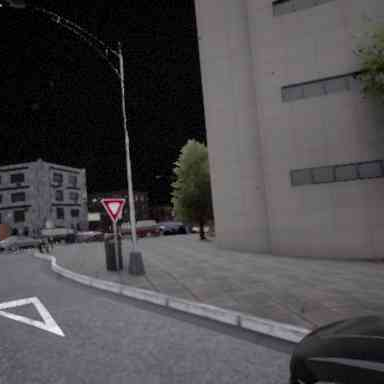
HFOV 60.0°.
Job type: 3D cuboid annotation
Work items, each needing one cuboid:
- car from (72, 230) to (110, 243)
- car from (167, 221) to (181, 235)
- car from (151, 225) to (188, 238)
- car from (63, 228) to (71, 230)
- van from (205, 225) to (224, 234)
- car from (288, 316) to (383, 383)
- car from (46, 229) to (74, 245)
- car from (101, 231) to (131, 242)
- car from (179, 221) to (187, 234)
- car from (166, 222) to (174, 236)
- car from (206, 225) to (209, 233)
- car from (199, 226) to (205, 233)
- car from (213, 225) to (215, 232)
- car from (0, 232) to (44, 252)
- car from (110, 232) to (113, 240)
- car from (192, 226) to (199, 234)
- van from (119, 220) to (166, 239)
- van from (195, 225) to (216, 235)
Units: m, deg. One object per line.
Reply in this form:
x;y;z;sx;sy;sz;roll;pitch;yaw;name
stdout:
-12.594;5.604;41.863;1.812;1.442;4.674;-6;-7;13;car
-4.492;5.061;42.659;5.008;1.535;2.097;-6;-8;12;car
-3.249;5.705;48.007;4.792;1.488;2.163;-6;-8;13;car
-15.872;6.421;47.759;4.553;1.767;2.185;-6;-8;13;car
5.852;9.796;85.825;4.442;1.987;1.878;-6;-8;13;van
3.054;1.494;1.768;5.008;1.535;1.882;1;0;34;car
-16.539;6.243;45.053;5.008;1.535;2.097;-6;-7;13;car
-13.325;7.832;58.541;4.674;1.452;2.002;-6;-8;13;car
-3.910;5.116;45.342;5.566;2.045;2.435;-6;-8;13;car
-5.109;4.792;39.908;4.792;1.488;2.163;-6;-7;13;car
0.163;7.208;61.470;5.366;1.575;1.946;-6;-8;13;car
-1.119;6.586;56.068;5.366;1.575;1.946;-6;-8;13;car
1.901;8.165;69.615;4.892;1.521;2.231;-6;-8;13;car
-15.737;4.601;29.656;1.994;1.385;4.181;-6;-5;15;car
-15.404;6.889;50.613;5.366;1.575;1.946;-6;-8;13;car
-1.910;6.322;53.397;4.792;1.488;2.163;-6;-8;13;car
-5.680;4.262;37.219;4.442;1.987;1.878;-6;-7;13;van
3.060;8.574;75.071;4.442;1.987;1.878;-6;-8;13;van
